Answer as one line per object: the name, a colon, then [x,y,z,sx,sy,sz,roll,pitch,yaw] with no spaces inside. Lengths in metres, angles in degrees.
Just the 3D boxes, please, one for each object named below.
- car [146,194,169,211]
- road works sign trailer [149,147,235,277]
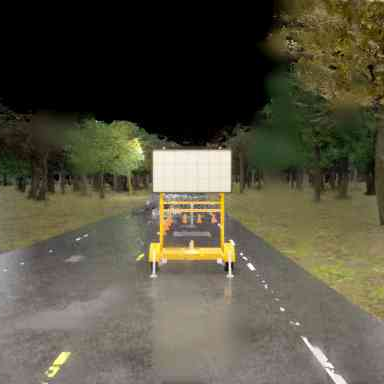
car: [-3.598,1.044,35.034,2.097,1.767,4.553,0,1,0]
road works sign trailer: [0.000,0.434,10.088,2.380,3.560,2.880,0,0,0]
